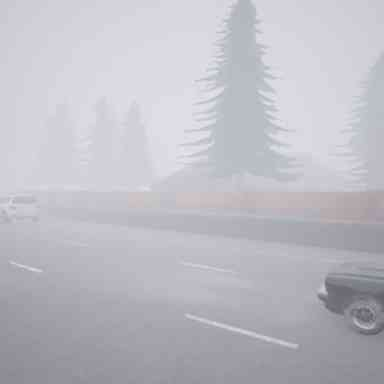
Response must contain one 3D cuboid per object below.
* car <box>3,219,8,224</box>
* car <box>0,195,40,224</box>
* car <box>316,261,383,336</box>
[{"bbox_3d":[-7.952,1.532,10.329,5.357,1.411,2.033,0,0,41],"label":"car"},{"bbox_3d":[-13.349,1.223,25.095,2.150,2.045,5.566,0,0,-43],"label":"car"},{"bbox_3d":[4.514,1.654,5.133,4.718,1.301,1.895,0,0,35],"label":"car"}]
